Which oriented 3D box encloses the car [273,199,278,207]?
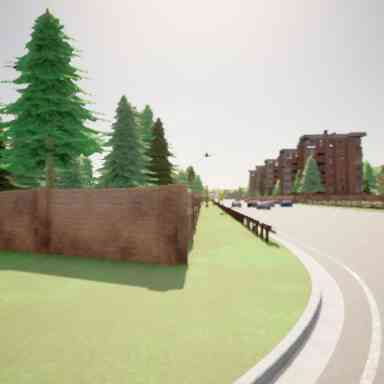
[{"bbox_3d":[16.410,2.538,70.696,1.812,1.442,4.674,-1,-1,2],"label":"car"}]

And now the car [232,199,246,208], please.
[{"bbox_3d":[9.365,2.599,69.637,2.033,1.411,5.357,-1,-1,2],"label":"car"}]

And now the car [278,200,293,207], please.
[{"bbox_3d":[19.894,2.452,70.180,1.882,1.535,5.008,-1,-1,2],"label":"car"}]

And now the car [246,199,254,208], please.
[{"bbox_3d":[12.914,2.525,70.842,1.882,1.535,5.008,-1,-1,2],"label":"car"}]

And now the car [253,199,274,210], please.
[{"bbox_3d":[12.462,2.405,57.968,1.994,1.385,4.181,-1,-1,3],"label":"car"}]
